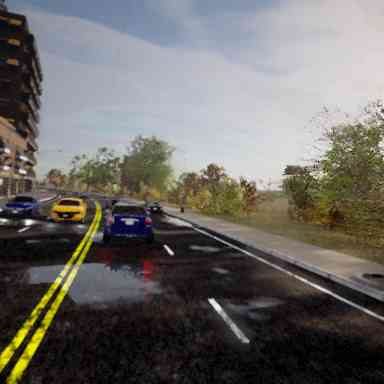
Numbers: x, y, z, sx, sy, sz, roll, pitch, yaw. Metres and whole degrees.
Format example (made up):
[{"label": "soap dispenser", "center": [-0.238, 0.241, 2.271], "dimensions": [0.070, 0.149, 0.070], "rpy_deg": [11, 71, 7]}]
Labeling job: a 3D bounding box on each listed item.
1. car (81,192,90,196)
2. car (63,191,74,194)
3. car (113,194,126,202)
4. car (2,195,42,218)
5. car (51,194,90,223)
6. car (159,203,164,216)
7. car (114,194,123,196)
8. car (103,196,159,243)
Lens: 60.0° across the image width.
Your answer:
[{"label": "car", "center": [-21.237, 0.716, 66.133], "dimensions": [2.033, 1.411, 5.357], "rpy_deg": [4, 0, -19]}, {"label": "car", "center": [-24.288, 0.501, 65.033], "dimensions": [2.128, 1.511, 4.902], "rpy_deg": [4, 0, -19]}, {"label": "car", "center": [-14.809, 1.176, 67.395], "dimensions": [1.994, 1.385, 4.181], "rpy_deg": [4, 0, -20]}, {"label": "car", "center": [-11.809, 0.982, 23.448], "dimensions": [1.812, 1.442, 4.674], "rpy_deg": [4, -1, -14]}, {"label": "car", "center": [-8.238, 1.154, 22.561], "dimensions": [1.882, 1.535, 5.008], "rpy_deg": [4, -1, -14]}, {"label": "car", "center": [-4.077, 1.583, 33.203], "dimensions": [2.033, 1.411, 5.357], "rpy_deg": [4, -1, -15]}, {"label": "car", "center": [-9.008, 1.258, 38.704], "dimensions": [2.128, 1.511, 4.902], "rpy_deg": [4, -1, -16]}, {"label": "car", "center": [-3.098, 1.298, 16.026], "dimensions": [2.097, 1.767, 4.553], "rpy_deg": [4, -1, -13]}]
